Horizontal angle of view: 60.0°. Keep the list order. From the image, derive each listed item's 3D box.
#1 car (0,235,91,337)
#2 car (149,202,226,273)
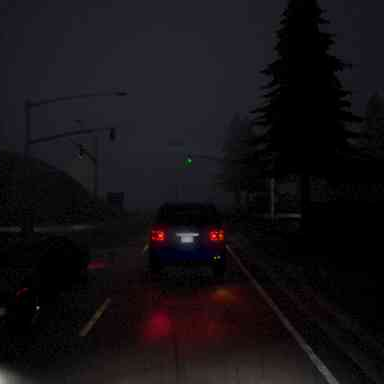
[{"bbox_3d":[-3.738,1.724,7.406,2.033,1.411,5.357,-2,-1,-2],"label":"car"},{"bbox_3d":[-0.119,1.347,11.242,2.150,2.045,5.566,0,-1,0],"label":"car"}]
